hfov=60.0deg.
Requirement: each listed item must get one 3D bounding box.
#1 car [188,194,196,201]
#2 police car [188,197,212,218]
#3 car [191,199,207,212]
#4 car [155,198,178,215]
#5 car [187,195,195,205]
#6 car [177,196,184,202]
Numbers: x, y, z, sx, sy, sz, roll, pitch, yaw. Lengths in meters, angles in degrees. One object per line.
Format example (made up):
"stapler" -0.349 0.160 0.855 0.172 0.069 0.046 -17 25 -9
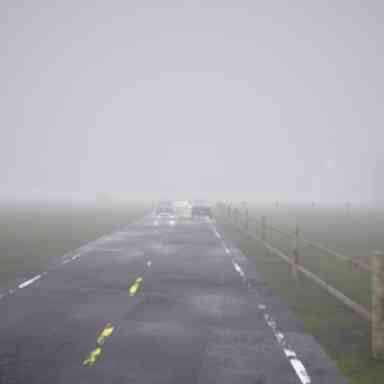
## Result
"car" 0.047 1.468 88.730 2.097 1.767 4.553 0 0 0
"police car" 0.841 1.535 31.119 1.930 1.638 5.238 0 0 0
"car" 0.846 1.669 41.009 1.812 1.442 4.674 0 0 0
"car" -2.823 1.632 35.568 1.837 1.490 4.892 0 -1 0
"car" 0.034 1.770 64.210 2.033 1.411 5.357 0 0 0
"car" -2.710 1.610 76.782 2.033 1.411 5.357 0 0 0
